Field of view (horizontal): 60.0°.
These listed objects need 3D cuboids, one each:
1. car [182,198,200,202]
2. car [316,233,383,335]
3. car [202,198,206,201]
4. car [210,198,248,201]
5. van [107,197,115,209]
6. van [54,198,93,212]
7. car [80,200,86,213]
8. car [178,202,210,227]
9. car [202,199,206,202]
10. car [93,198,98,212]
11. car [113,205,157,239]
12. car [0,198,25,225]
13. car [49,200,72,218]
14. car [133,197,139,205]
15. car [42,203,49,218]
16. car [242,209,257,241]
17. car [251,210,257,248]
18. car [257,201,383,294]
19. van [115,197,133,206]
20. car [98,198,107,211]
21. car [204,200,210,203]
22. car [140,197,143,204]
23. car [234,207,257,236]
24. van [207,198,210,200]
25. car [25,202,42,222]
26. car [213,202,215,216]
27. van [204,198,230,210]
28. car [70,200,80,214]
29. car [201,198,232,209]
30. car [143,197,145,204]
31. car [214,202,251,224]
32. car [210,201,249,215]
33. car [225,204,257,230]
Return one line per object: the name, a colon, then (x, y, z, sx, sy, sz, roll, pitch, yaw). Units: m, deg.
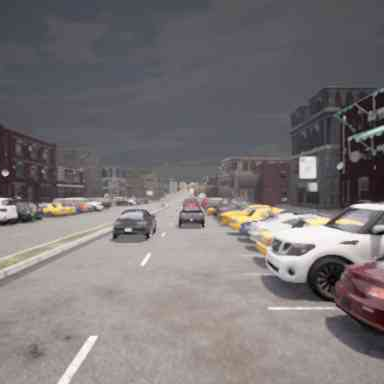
car: (-0.143, 1.798, 43.060, 2.150, 2.045, 5.566, 0, -1, 0)
car: (4.682, 1.527, 5.154, 4.674, 1.452, 2.002, 0, 0, 0)
car: (4.453, 1.950, 52.382, 5.566, 2.045, 2.435, 0, -1, 0)
car: (4.537, 1.804, 35.707, 4.553, 1.767, 2.185, 0, -1, 0)
van: (-16.275, 2.049, 57.685, 4.442, 1.987, 1.878, 0, -1, 0)
van: (-15.935, 1.848, 43.896, 4.442, 1.987, 1.878, 0, -1, 0)
car: (-16.028, 2.069, 41.132, 4.674, 1.452, 2.002, 0, -1, 0)
car: (-0.040, 1.738, 24.873, 2.128, 1.511, 4.902, 0, -1, -1)
car: (4.428, 2.160, 49.478, 4.892, 1.521, 2.231, 0, -1, 0)
car: (-16.104, 1.992, 46.651, 4.553, 1.767, 2.185, 0, -1, 0)
car: (-3.001, 1.650, 17.911, 1.812, 1.442, 4.674, 0, -1, 0)
car: (-15.931, 1.480, 24.593, 5.566, 2.045, 2.435, 0, -1, 0)
car: (-16.174, 1.931, 35.616, 5.366, 1.575, 1.946, 0, -1, 0)
car: (-16.300, 2.273, 79.741, 5.566, 2.045, 2.435, 0, -1, 0)
car: (-15.914, 1.708, 30.105, 4.553, 1.767, 2.185, 0, -1, 0)
car: (4.632, 1.586, 13.481, 4.674, 1.452, 2.002, 0, -1, 0)
car: (4.837, 1.517, 10.709, 5.366, 1.575, 1.946, 0, 0, 0)
car: (4.639, 1.248, 7.931, 5.566, 2.045, 2.435, 0, 0, 0)
van: (-16.169, 2.235, 74.230, 4.442, 1.987, 1.878, 0, -1, 0)
car: (-16.066, 1.908, 49.412, 5.566, 2.045, 2.435, 0, -1, 0)
car: (4.305, 1.975, 38.359, 5.366, 1.575, 1.946, 0, -1, 0)
car: (-16.398, 2.646, 88.007, 5.008, 1.535, 2.097, 0, -1, 0)
car: (4.622, 1.618, 16.138, 4.674, 1.452, 2.002, 0, -1, 0)
van: (4.576, 1.847, 44.047, 4.442, 1.987, 1.878, 0, -1, 0)
car: (-15.896, 1.531, 27.351, 5.566, 2.045, 2.435, 0, -1, 0)
car: (4.568, 1.856, 30.146, 4.792, 1.488, 2.163, 0, -1, 0)
van: (4.290, 2.051, 57.940, 4.442, 1.987, 1.878, 0, -1, 0)
car: (-16.195, 1.979, 38.376, 5.366, 1.575, 1.946, 0, -1, 0)
car: (4.428, 2.060, 60.718, 5.566, 2.045, 2.435, 0, -1, 0)
car: (-16.441, 2.746, 93.518, 4.892, 1.521, 2.231, 0, -1, 0)
car: (4.561, 1.775, 27.368, 4.892, 1.521, 2.231, 0, -1, 0)
car: (4.517, 1.879, 32.926, 5.008, 1.535, 2.097, 0, -1, 0)
car: (4.789, 1.617, 18.910, 5.366, 1.575, 1.946, 0, -1, 0)
